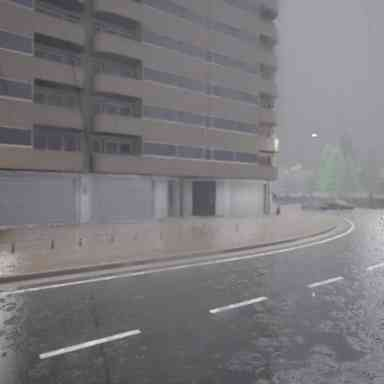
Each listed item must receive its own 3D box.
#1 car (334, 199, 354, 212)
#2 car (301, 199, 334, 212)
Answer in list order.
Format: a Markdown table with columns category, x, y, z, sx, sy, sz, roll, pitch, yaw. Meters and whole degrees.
| category | x | y | z | sx | sy | sz | roll | pitch | yaw |
| --- | --- | --- | --- | --- | --- | --- | --- | --- | --- |
| car | 18.844 | 1.688 | 43.081 | 1.882 | 1.535 | 5.008 | 1 | 0 | -11 |
| car | 15.485 | 1.756 | 41.900 | 1.994 | 1.385 | 4.181 | 0 | 0 | -10 |
